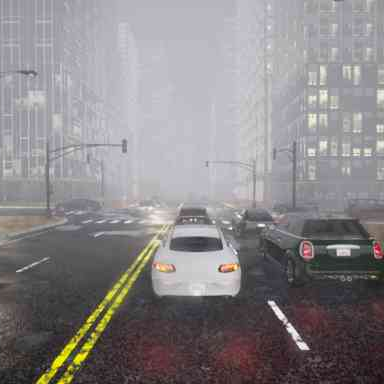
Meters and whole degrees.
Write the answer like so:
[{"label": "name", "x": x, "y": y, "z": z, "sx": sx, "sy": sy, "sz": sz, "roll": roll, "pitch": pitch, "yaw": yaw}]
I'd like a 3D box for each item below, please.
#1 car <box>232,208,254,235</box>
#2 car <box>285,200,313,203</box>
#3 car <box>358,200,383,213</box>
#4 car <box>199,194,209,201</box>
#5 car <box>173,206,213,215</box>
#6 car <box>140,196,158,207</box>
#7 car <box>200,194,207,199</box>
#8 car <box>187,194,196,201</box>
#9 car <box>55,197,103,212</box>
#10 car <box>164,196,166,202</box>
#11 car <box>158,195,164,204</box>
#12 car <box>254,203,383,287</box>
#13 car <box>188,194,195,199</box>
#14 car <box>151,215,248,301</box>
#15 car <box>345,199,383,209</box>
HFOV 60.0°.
[{"label": "car", "x": 3.304, "y": 1.554, "z": 17.823, "sx": 1.994, "sy": 1.385, "sz": 4.181, "roll": 0, "pitch": 0, "yaw": 0}, {"label": "car", "x": 10.981, "y": 1.555, "z": 35.433, "sx": 4.902, "sy": 1.511, "sz": 2.128, "roll": 0, "pitch": 1, "yaw": 1}, {"label": "car", "x": 21.715, "y": 1.641, "z": 37.876, "sx": 4.829, "sy": 1.417, "sz": 1.752, "roll": 1, "pitch": 0, "yaw": 1}, {"label": "car", "x": 3.049, "y": 1.392, "z": 80.332, "sx": 1.882, "sy": 1.535, "sz": 5.008, "roll": 0, "pitch": 0, "yaw": 0}, {"label": "car", "x": 0.057, "y": 1.495, "z": 17.408, "sx": 1.837, "sy": 1.490, "sz": 4.892, "roll": 0, "pitch": 0, "yaw": 0}, {"label": "car", "x": -6.717, "y": 1.526, "z": 50.752, "sx": 1.994, "sy": 1.385, "sz": 4.181, "roll": 0, "pitch": 0, "yaw": 0}, {"label": "car", "x": 3.022, "y": 1.262, "z": 90.749, "sx": 1.812, "sy": 1.442, "sz": 4.674, "roll": 0, "pitch": 0, "yaw": 0}, {"label": "car", "x": -0.201, "y": 1.414, "z": 80.325, "sx": 1.837, "sy": 1.490, "sz": 4.892, "roll": 0, "pitch": 0, "yaw": 0}, {"label": "car", "x": -12.122, "y": 1.362, "z": 35.735, "sx": 4.892, "sy": 1.490, "sz": 1.837, "roll": 1, "pitch": 1, "yaw": 1}, {"label": "car", "x": -6.681, "y": 1.413, "z": 71.451, "sx": 1.882, "sy": 1.535, "sz": 5.008, "roll": 0, "pitch": 0, "yaw": 0}, {"label": "car", "x": -6.721, "y": 1.427, "z": 61.076, "sx": 1.882, "sy": 1.535, "sz": 5.008, "roll": 0, "pitch": 0, "yaw": 1}, {"label": "car", "x": 3.327, "y": 1.348, "z": 9.436, "sx": 2.097, "sy": 1.767, "sz": 4.553, "roll": 0, "pitch": 0, "yaw": 0}, {"label": "car", "x": -0.228, "y": 1.216, "z": 90.742, "sx": 1.882, "sy": 1.535, "sz": 5.008, "roll": 0, "pitch": 0, "yaw": 0}, {"label": "car", "x": 0.081, "y": 1.522, "z": 8.160, "sx": 1.812, "sy": 1.442, "sz": 4.674, "roll": 0, "pitch": 0, "yaw": 0}, {"label": "car", "x": 16.127, "y": 1.518, "z": 29.575, "sx": 5.009, "sy": 1.841, "sz": 2.192, "roll": 1, "pitch": 0, "yaw": 1}]
